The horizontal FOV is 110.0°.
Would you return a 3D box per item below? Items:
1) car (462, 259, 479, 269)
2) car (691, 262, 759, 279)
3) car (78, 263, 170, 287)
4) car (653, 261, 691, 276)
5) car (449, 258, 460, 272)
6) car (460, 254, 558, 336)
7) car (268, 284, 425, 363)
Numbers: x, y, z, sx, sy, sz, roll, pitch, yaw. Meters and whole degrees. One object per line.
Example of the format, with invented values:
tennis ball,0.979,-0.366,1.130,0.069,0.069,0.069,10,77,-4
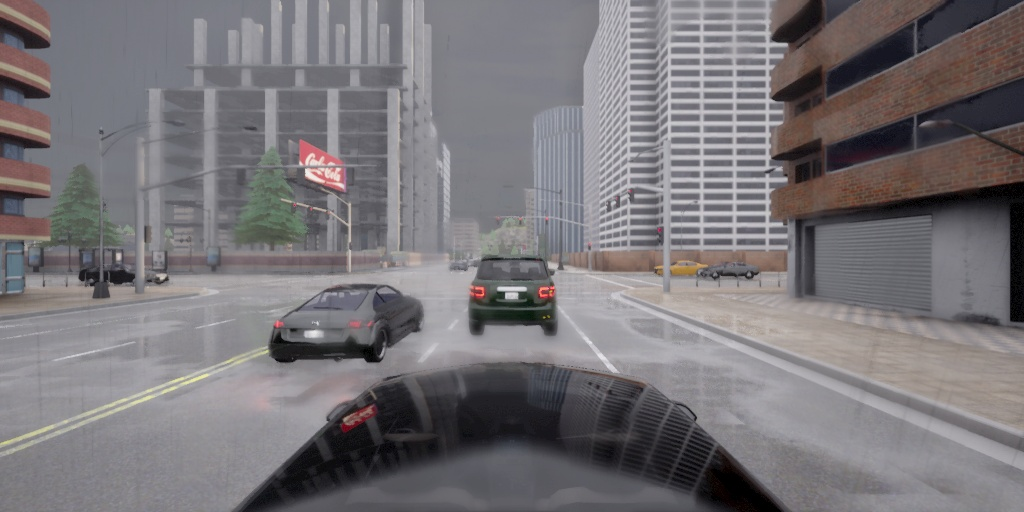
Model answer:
car,-6.759,1.230,58.641,2.128,1.511,4.902,0,0,1
car,18.782,1.236,31.244,4.902,1.511,2.128,0,0,0
car,-25.911,1.237,24.062,4.902,1.511,2.128,0,0,0
car,16.305,1.222,34.746,5.008,1.535,1.882,0,0,0
car,-6.804,1.306,45.870,1.994,1.385,4.181,0,0,-1
car,0.102,0.970,10.543,2.150,2.045,5.566,0,0,2
car,-3.375,1.313,8.156,1.994,1.385,4.181,0,0,0
